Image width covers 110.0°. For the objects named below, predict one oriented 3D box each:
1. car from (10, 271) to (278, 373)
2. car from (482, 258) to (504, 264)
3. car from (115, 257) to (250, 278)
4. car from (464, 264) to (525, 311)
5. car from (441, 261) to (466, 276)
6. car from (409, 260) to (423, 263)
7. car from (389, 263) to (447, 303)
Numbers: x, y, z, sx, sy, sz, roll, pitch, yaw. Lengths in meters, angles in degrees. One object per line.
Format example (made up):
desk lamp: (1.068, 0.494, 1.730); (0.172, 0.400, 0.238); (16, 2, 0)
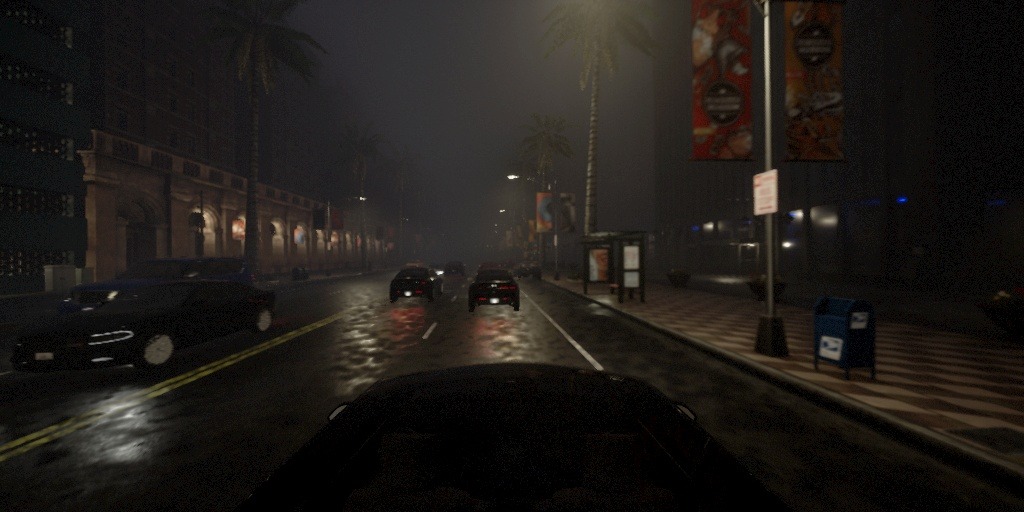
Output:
car: (-7.473, 1.293, 8.094); (1.882, 1.535, 5.008); (-1, 0, -4)
car: (-2.038, 1.226, 32.911); (1.882, 1.535, 5.008); (-1, 0, -4)
car: (-11.261, 1.069, 12.118); (2.150, 2.045, 5.566); (-1, 0, -4)
car: (-0.739, 1.253, 14.449); (1.837, 1.490, 4.892); (0, 0, -4)
car: (-5.845, 1.259, 37.086); (1.882, 1.535, 5.008); (-1, 0, -4)
car: (-14.142, 1.325, 52.404); (1.882, 1.535, 5.008); (-1, 0, -4)
car: (-4.417, 1.286, 17.059); (1.837, 1.490, 4.892); (-1, 0, -4)
